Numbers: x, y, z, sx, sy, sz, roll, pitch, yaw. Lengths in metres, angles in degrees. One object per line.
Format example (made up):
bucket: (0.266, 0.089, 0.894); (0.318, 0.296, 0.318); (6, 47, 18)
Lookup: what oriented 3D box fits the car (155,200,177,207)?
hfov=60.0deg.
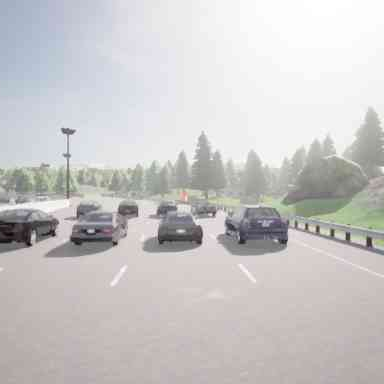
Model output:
car: (-2.407, 1.516, 31.442); (1.837, 1.490, 4.892); (0, 0, -9)

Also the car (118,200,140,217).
car: (-5.867, 1.485, 30.915); (1.882, 1.535, 5.008); (0, 0, -9)

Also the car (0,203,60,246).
car: (-7.585, 1.485, 15.094); (1.882, 1.535, 5.008); (0, 0, -4)

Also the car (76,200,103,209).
car: (-9.327, 1.495, 30.388); (2.128, 1.511, 4.902); (0, 0, -9)

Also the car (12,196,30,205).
car: (-30.844, 1.522, 60.065); (2.128, 1.511, 4.902); (0, 0, -19)

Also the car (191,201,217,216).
car: (1.053, 1.563, 31.969); (2.033, 1.411, 5.357); (0, 0, -9)

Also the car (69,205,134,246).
car: (-4.095, 1.563, 15.359); (2.033, 1.411, 5.357); (0, 0, -4)

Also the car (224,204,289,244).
car: (2.887, 1.366, 15.859); (2.097, 1.767, 4.553); (0, 0, -4)

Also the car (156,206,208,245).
car: (-0.605, 1.572, 15.624); (1.994, 1.385, 4.181); (0, 0, -4)
